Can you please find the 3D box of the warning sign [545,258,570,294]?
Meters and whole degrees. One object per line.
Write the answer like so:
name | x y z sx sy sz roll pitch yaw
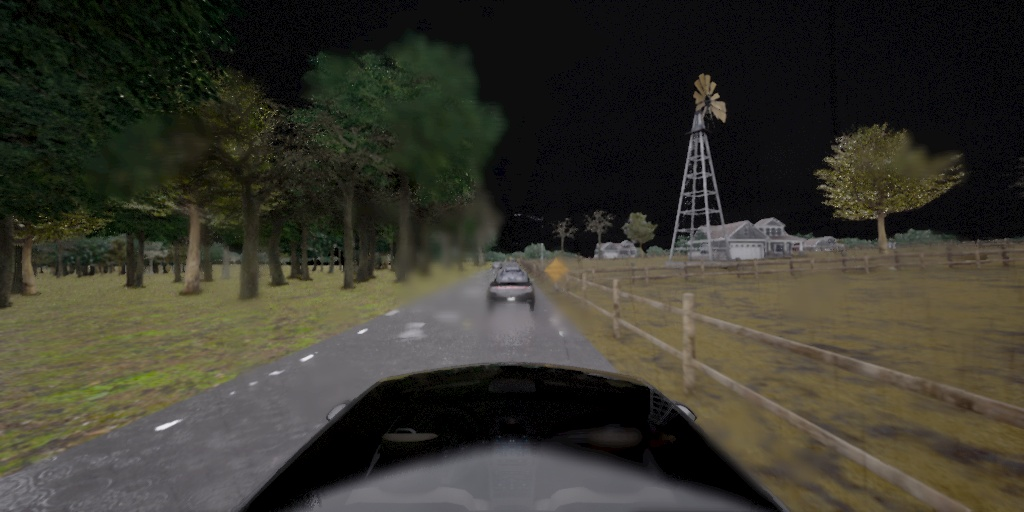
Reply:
warning sign | 2.454 1.050 19.207 1.300 1.860 1.060 0 0 0

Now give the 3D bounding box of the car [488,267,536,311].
car | 0.019 1.388 15.345 2.128 1.511 4.902 0 0 0

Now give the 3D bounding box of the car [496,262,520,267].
car | 0.021 1.532 30.347 2.128 1.511 4.902 0 0 0
